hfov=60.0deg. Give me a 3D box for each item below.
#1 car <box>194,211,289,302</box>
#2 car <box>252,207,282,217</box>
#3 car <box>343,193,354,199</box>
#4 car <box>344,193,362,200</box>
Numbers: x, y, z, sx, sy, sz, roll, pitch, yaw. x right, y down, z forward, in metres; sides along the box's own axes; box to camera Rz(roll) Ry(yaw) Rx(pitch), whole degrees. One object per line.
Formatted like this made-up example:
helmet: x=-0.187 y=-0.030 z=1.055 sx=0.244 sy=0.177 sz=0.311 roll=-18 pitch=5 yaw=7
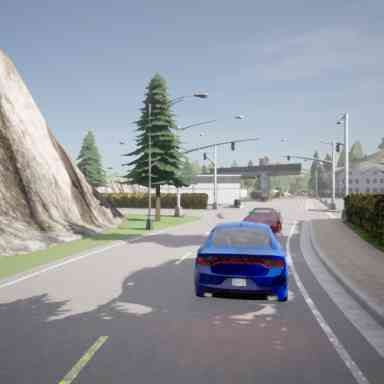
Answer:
car: x=1.281 y=1.478 z=8.441 sx=1.882 sy=1.535 sz=5.008 roll=0 pitch=0 yaw=10
car: x=4.123 y=1.564 z=19.025 sx=1.994 sy=1.385 sz=4.181 roll=0 pitch=0 yaw=17
car: x=38.469 y=1.361 z=80.034 sx=3.806 sy=1.475 sz=1.970 roll=0 pitch=0 yaw=19
car: x=40.119 y=1.077 z=82.984 sx=3.866 sy=1.878 sz=1.905 roll=0 pitch=0 yaw=19
